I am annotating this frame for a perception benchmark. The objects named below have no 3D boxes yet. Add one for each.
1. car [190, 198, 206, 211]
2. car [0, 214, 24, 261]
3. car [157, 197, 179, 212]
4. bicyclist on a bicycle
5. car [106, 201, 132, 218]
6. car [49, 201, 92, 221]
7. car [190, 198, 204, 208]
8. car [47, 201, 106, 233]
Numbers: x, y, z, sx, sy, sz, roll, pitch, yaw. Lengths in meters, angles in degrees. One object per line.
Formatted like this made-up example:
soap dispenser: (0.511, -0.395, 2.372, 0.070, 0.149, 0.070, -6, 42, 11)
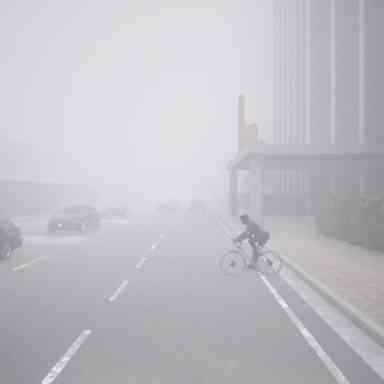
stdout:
car: (0.676, 1.594, 40.268, 1.895, 1.301, 4.718, 0, 0, 1)
car: (-6.978, 1.546, 9.581, 2.033, 1.411, 5.357, 0, 0, 1)
car: (-2.878, 1.519, 38.277, 1.812, 1.442, 4.674, 0, 0, 1)
bicyclist on a bicycle: (1.554, 1.419, 8.755, 1.656, 1.620, 0.582, -1, 0, 1)
car: (-6.643, 1.521, 29.976, 1.812, 1.442, 4.674, 0, 0, 1)
car: (-10.177, 1.521, 28.256, 1.812, 1.442, 4.674, 0, 0, 1)
car: (0.803, 1.556, 49.126, 1.994, 1.385, 4.181, 0, 0, 1)
car: (-6.823, 1.501, 19.701, 1.837, 1.490, 4.892, 0, 0, 1)
